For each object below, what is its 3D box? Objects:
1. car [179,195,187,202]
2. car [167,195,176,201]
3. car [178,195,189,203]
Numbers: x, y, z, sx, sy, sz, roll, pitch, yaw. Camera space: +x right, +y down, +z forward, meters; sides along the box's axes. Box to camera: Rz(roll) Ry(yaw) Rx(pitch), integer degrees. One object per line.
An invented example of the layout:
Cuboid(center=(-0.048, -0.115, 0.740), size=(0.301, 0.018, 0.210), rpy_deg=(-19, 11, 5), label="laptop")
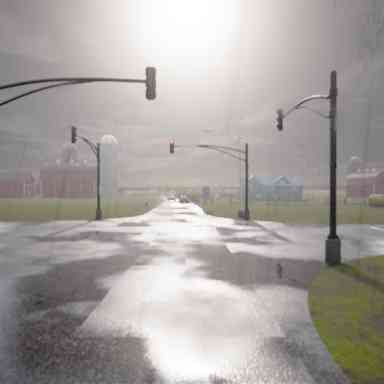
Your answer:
Cuboid(center=(-2.176, 1.579, 80.061), size=(1.837, 1.490, 4.892), rpy_deg=(0, 0, -4), label="car")
Cuboid(center=(-4.564, 1.289, 74.081), size=(1.812, 1.442, 4.674), rpy_deg=(0, 0, -3), label="car")
Cuboid(center=(-1.585, 1.725, 70.076), size=(1.895, 1.301, 4.718), rpy_deg=(0, 0, -3), label="car")
